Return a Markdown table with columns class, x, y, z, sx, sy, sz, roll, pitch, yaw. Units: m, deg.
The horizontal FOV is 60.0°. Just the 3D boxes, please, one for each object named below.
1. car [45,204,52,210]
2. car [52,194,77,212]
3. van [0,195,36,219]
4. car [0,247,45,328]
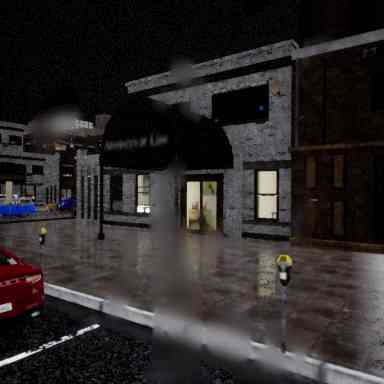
| class | x | y | z | sx | sy | sz | roll | pitch | yaw |
| --- | --- | --- | --- | --- | --- | --- | --- | --- | --- |
| car | -16.227 | 1.569 | 42.442 | 1.752 | 1.417 | 4.829 | 0 | 0 | 35 |
| car | -13.906 | 1.284 | 41.228 | 2.150 | 2.045 | 5.566 | 0 | 0 | 36 |
| van | -15.623 | 1.413 | 28.713 | 1.690 | 1.788 | 3.998 | 0 | 0 | 35 |
| car | -4.531 | 1.544 | 6.099 | 4.507 | 1.381 | 1.887 | 0 | 0 | 35 |
